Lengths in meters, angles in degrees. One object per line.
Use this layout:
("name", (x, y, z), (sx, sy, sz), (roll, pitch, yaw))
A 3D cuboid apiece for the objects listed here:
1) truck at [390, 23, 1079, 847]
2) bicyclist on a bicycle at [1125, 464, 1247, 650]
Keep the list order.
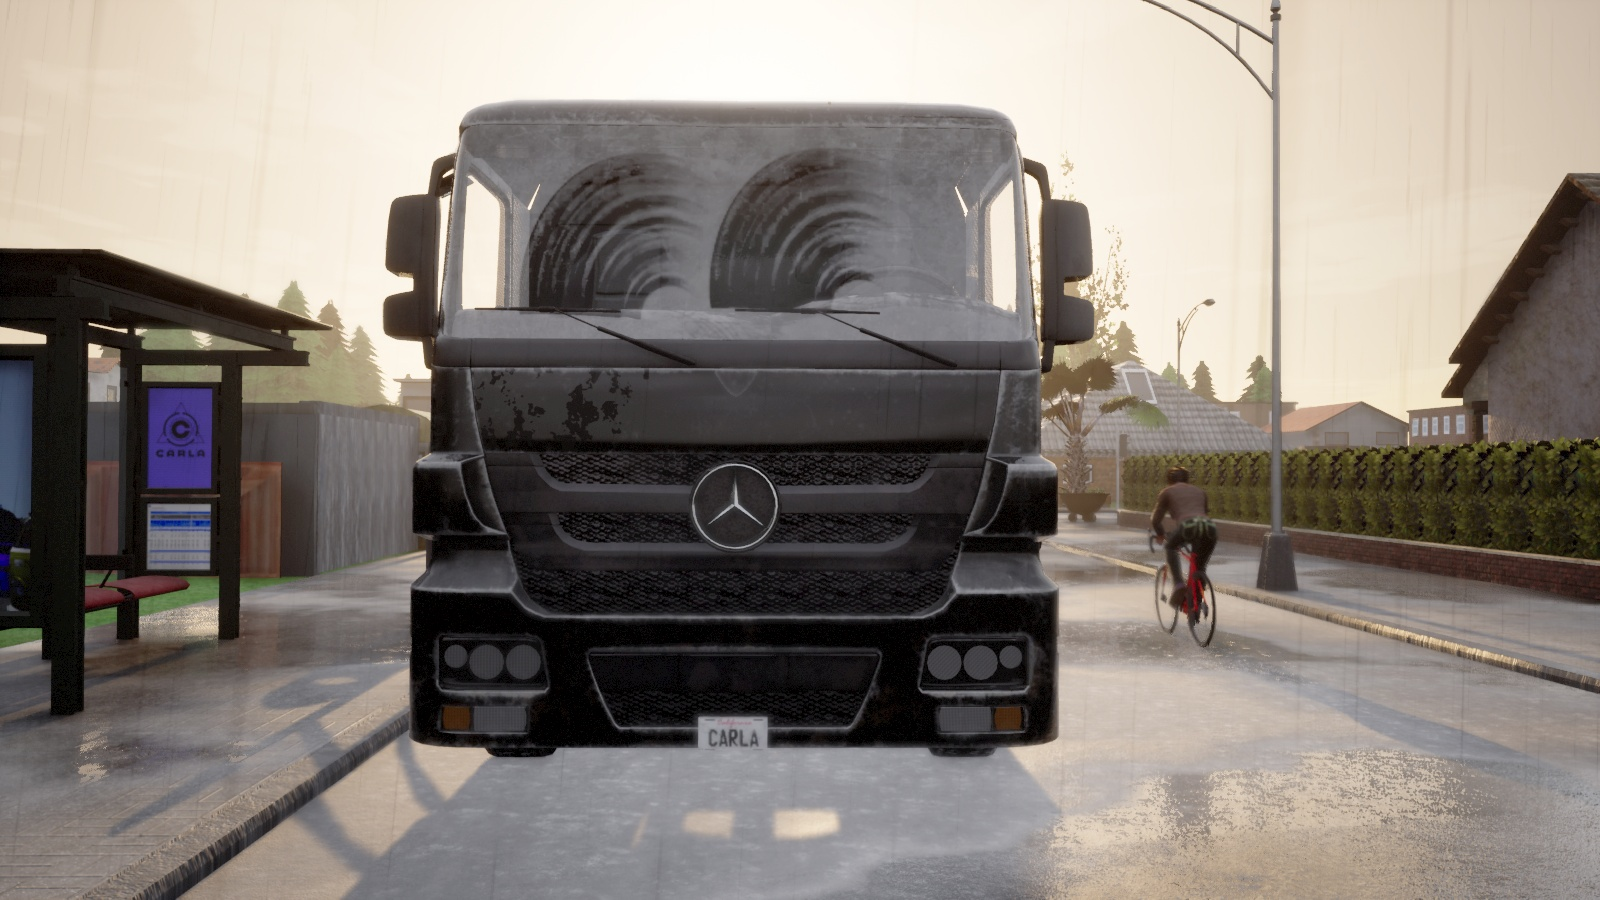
("truck", (-0.345, -0.011, 9.266), (2.891, 3.462, 7.936), (0, -1, -1))
("bicyclist on a bicycle", (3.583, 0.951, 11.791), (0.582, 1.620, 1.656), (0, -1, -2))
